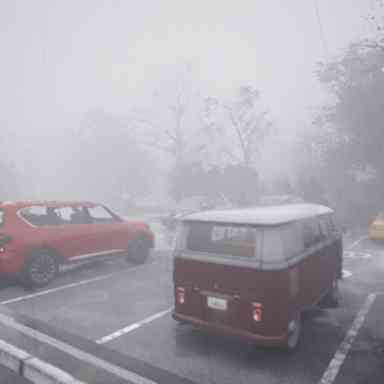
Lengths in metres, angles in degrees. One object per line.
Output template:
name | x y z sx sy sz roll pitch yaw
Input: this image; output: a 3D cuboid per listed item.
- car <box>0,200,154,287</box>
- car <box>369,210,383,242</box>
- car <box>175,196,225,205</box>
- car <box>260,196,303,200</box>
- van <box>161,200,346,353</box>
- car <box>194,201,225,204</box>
car | -3.530 1.255 9.781 2.435 2.045 5.566 0 0 35
car | 9.633 1.473 15.712 1.946 1.575 5.366 0 0 35
car | 0.358 1.297 21.960 2.435 2.045 5.566 -1 0 35
car | 4.836 1.245 18.832 2.435 2.045 5.566 -1 0 35
van | 1.585 1.252 6.290 1.878 1.987 4.442 0 0 35
car | 2.561 1.522 20.448 2.231 1.521 4.892 -1 0 35
